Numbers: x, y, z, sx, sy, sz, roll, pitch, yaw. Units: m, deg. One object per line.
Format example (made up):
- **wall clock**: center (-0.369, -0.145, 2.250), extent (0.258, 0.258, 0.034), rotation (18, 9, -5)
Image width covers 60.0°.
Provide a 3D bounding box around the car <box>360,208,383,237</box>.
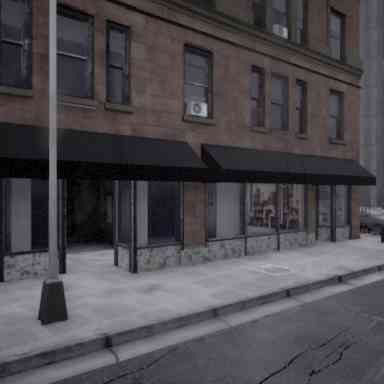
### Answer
- **car**: center (9.384, 1.570, 17.888), extent (1.994, 1.385, 4.181), rotation (0, 0, -30)
